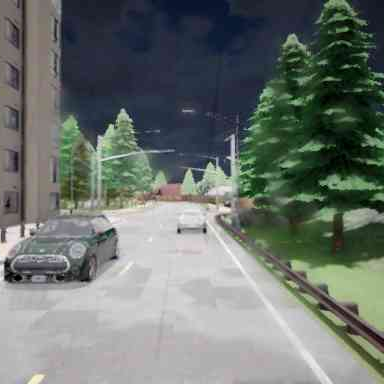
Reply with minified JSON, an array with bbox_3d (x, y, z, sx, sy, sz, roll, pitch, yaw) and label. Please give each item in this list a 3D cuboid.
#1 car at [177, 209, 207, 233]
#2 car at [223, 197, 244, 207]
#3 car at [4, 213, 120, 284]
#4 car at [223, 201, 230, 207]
[{"bbox_3d":[-0.013,1.815,21.725,1.812,1.442,4.674,0,-1,0],"label":"car"},{"bbox_3d":[8.079,2.012,65.421,3.866,1.878,1.905,0,-1,-1],"label":"car"},{"bbox_3d":[-3.637,1.489,10.129,2.097,1.767,4.553,0,-1,0],"label":"car"},{"bbox_3d":[8.507,1.977,62.914,4.605,1.855,1.932,0,-1,-1],"label":"car"}]
